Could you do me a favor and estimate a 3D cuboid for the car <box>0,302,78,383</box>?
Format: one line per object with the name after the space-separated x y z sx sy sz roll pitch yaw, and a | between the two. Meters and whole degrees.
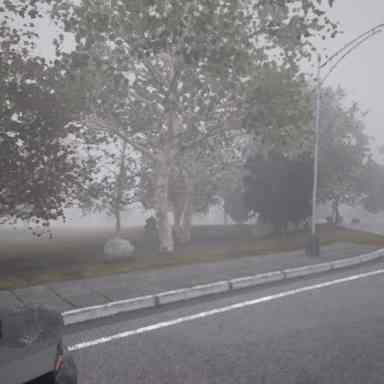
-3.169 1.498 1.747 4.892 1.490 1.837 0 0 -36 | car
